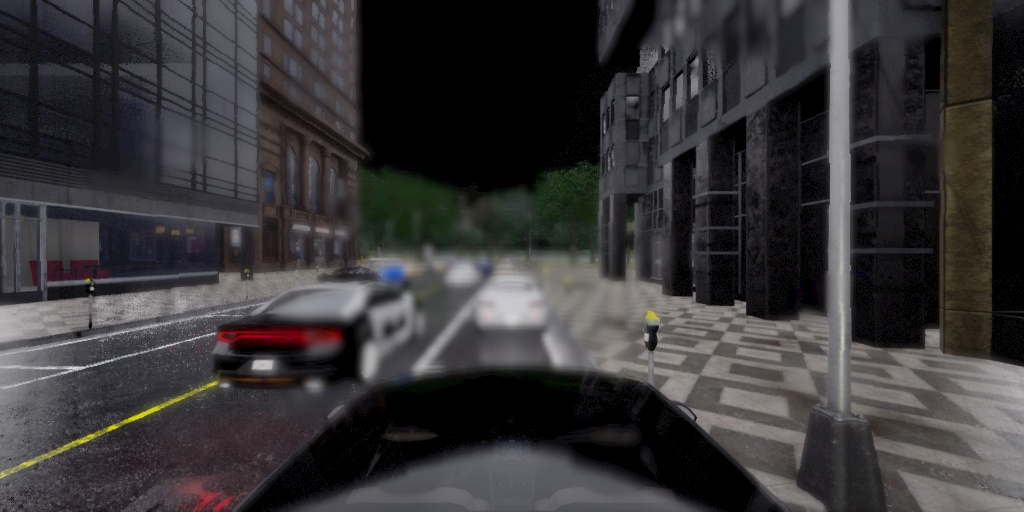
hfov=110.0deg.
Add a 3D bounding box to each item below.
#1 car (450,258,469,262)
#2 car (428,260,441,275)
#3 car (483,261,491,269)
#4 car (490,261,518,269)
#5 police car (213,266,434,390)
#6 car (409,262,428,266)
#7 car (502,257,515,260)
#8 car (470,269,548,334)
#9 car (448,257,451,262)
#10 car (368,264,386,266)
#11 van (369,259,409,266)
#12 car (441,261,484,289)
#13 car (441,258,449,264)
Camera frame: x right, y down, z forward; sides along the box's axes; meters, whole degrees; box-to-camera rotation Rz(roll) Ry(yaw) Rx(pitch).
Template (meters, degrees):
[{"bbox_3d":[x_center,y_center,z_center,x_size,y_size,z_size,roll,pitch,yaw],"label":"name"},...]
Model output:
[{"bbox_3d":[-6.192,1.267,45.384,1.837,1.490,4.892,0,0,0],"label":"car"},{"bbox_3d":[-8.908,1.322,36.298,1.948,1.339,4.313,0,0,0],"label":"car"},{"bbox_3d":[-3.091,1.235,38.761,1.882,1.535,5.008,0,0,0],"label":"car"},{"bbox_3d":[-0.383,1.278,25.593,1.751,1.417,4.829,0,0,0],"label":"car"},{"bbox_3d":[-3.146,1.175,7.132,1.930,1.638,5.238,0,0,0],"label":"police car"},{"bbox_3d":[-8.908,1.280,30.691,1.751,1.417,4.829,0,0,0],"label":"car"},{"bbox_3d":[-0.383,1.196,36.298,1.967,1.591,4.097,0,0,0],"label":"car"},{"bbox_3d":[0.003,1.276,10.500,1.812,1.442,4.674,0,0,0],"label":"car"},{"bbox_3d":[-8.908,1.201,47.173,1.967,1.591,4.097,0,0,0],"label":"car"},{"bbox_3d":[-8.908,1.317,19.986,1.948,1.339,4.313,0,0,0],"label":"car"},{"bbox_3d":[-8.908,1.093,25.423,1.690,1.789,3.998,0,0,0],"label":"van"},{"bbox_3d":[-3.094,1.277,23.283,1.812,1.442,4.674,0,0,0],"label":"car"},{"bbox_3d":[-8.908,1.284,41.566,1.751,1.417,4.829,0,0,0],"label":"car"}]
